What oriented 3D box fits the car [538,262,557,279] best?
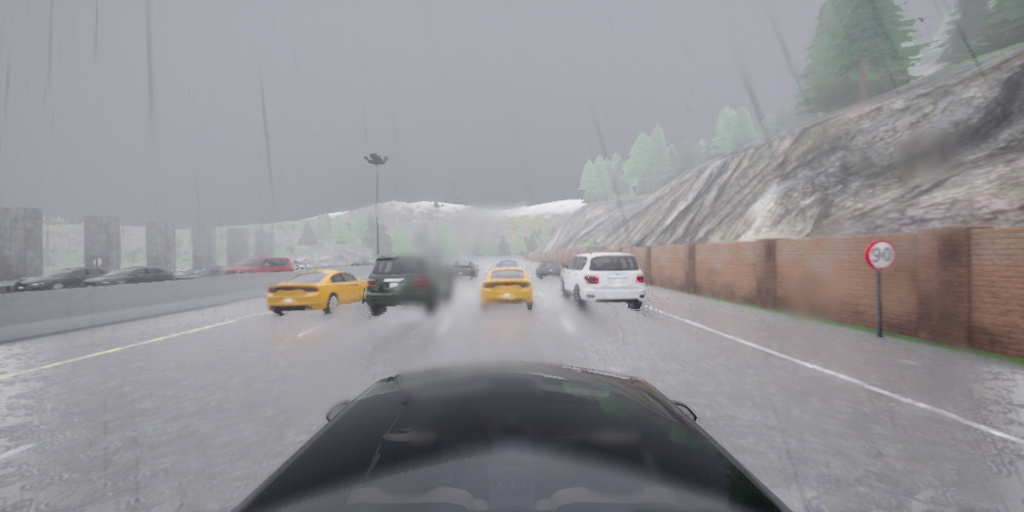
[{"bbox_3d":[3.173,1.157,30.580,1.994,1.385,4.181,-1,0,0],"label":"car"}]

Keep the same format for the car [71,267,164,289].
[{"bbox_3d":[-24.994,1.513,23.635,1.837,1.490,4.892,-1,0,1],"label":"car"}]

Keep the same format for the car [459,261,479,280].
[{"bbox_3d":[-3.823,1.185,29.845,2.128,1.511,4.902,-1,0,0],"label":"car"}]

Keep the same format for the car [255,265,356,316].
[{"bbox_3d":[-7.154,1.279,13.902,1.882,1.535,5.008,-1,0,0],"label":"car"}]

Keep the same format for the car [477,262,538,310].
[{"bbox_3d":[-0.160,1.179,14.650,1.882,1.535,5.008,-1,0,0],"label":"car"}]

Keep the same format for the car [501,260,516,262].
[{"bbox_3d":[-0.334,1.115,31.411,1.882,1.535,5.008,-1,0,0],"label":"car"}]

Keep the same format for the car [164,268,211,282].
[{"bbox_3d":[-21.506,1.518,25.421,1.994,1.385,4.181,-1,0,0],"label":"car"}]

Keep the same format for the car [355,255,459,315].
[{"bbox_3d":[-3.659,0.977,13.789,2.150,2.045,5.566,-1,0,0],"label":"car"}]

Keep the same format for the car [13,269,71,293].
[{"bbox_3d":[-28.472,1.562,23.224,1.837,1.490,4.892,-1,1,1],"label":"car"}]

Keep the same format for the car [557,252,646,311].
[{"bbox_3d":[3.338,0.879,14.015,2.150,2.045,5.566,-1,1,0],"label":"car"}]

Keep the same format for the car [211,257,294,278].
[{"bbox_3d":[-17.985,1.128,25.666,2.150,2.045,5.566,-1,0,0],"label":"car"}]
